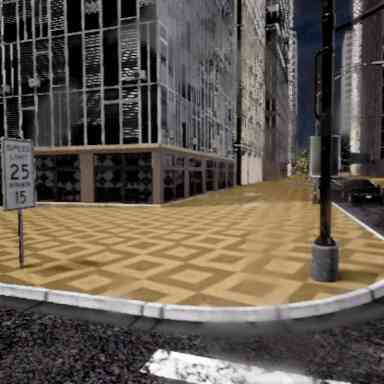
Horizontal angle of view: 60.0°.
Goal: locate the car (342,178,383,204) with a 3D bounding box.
[{"bbox_3d":[11.303,-0.133,22.285,1.882,1.535,5.008,1,4,17],"label":"car"}]
